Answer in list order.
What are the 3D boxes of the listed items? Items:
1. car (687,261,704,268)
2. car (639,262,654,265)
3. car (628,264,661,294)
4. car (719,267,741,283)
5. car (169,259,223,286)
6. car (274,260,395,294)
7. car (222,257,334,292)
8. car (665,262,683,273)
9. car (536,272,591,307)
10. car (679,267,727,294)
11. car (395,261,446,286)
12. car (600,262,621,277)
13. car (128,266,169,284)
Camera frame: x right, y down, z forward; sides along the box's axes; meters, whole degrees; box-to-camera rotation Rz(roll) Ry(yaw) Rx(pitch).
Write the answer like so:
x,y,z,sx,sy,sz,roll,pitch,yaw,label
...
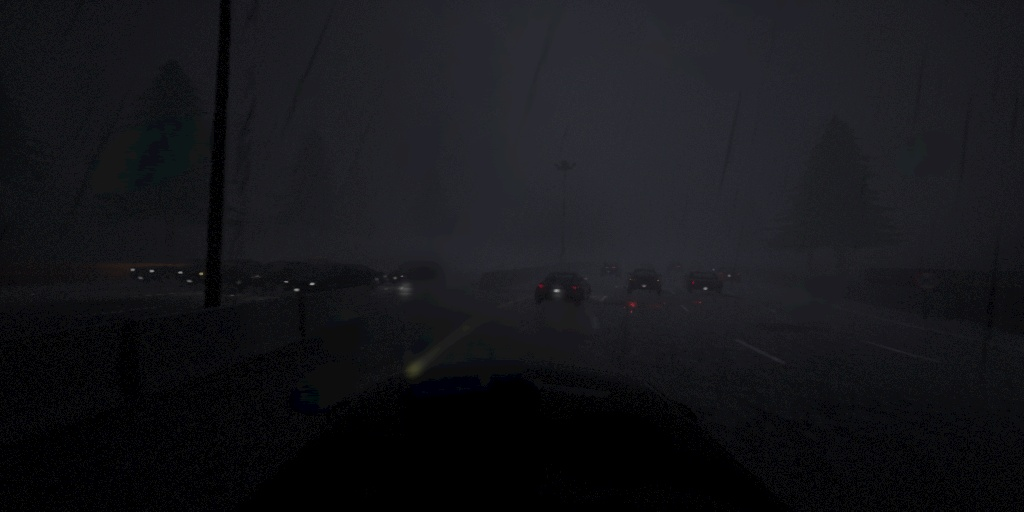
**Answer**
x,y,z,sx,sy,sz,roll,pitch,yaw,label
28.076,1.507,54.882,1.994,1.385,4.181,2,1,21,car
17.505,1.453,46.782,1.994,1.385,4.181,2,1,21,car
8.202,1.491,22.238,1.812,1.442,4.674,2,0,20,car
20.039,1.709,33.755,1.994,1.385,4.181,2,1,21,car
-15.122,0.937,19.593,1.895,1.301,4.718,2,0,16,car
-8.380,1.076,17.717,2.033,1.411,5.357,2,0,16,car
-11.767,0.958,18.587,1.812,1.442,4.674,2,0,16,car
21.677,1.463,47.904,1.837,1.490,4.892,2,1,21,car
2.422,1.399,16.283,1.994,1.385,4.181,2,0,18,car
12.419,1.664,23.616,1.895,1.301,4.718,2,1,21,car
-6.241,1.080,23.980,1.837,1.490,4.892,2,1,20,car
10.651,1.354,38.593,2.128,1.511,4.902,2,1,21,car
-18.489,0.840,20.545,1.895,1.301,4.718,2,0,16,car
